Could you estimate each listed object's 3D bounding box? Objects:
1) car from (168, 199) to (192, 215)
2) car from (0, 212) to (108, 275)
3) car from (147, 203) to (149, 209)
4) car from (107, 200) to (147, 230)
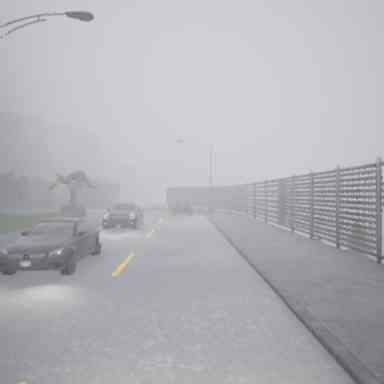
[{"bbox_3d":[-1.399,1.577,36.848,2.097,1.767,4.553,0,0,-13],"label":"car"},{"bbox_3d":[-4.286,1.593,10.816,1.812,1.442,4.674,0,0,-1],"label":"car"},{"bbox_3d":[-7.997,1.801,44.805,4.674,1.442,1.812,0,0,23],"label":"car"},{"bbox_3d":[-4.510,1.489,22.319,2.097,1.767,4.553,0,0,-1],"label":"car"}]
